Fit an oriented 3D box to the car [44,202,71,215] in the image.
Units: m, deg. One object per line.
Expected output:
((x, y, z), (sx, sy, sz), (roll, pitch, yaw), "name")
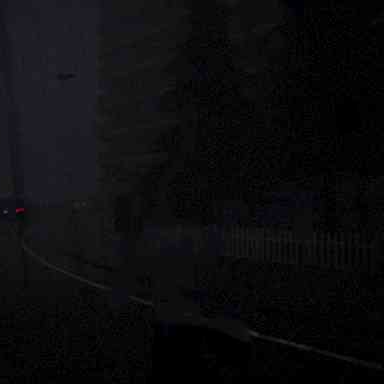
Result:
((-16.536, 1.878, 38.922), (1.812, 1.442, 4.674), (-1, 0, 9), "car")

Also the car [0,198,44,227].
((-13.038, 1.464, 24.912), (2.150, 2.045, 5.566), (-1, 0, -13), "car")

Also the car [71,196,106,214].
((-12.598, 1.559, 40.721), (2.150, 2.045, 5.566), (-1, 0, 13), "car")
